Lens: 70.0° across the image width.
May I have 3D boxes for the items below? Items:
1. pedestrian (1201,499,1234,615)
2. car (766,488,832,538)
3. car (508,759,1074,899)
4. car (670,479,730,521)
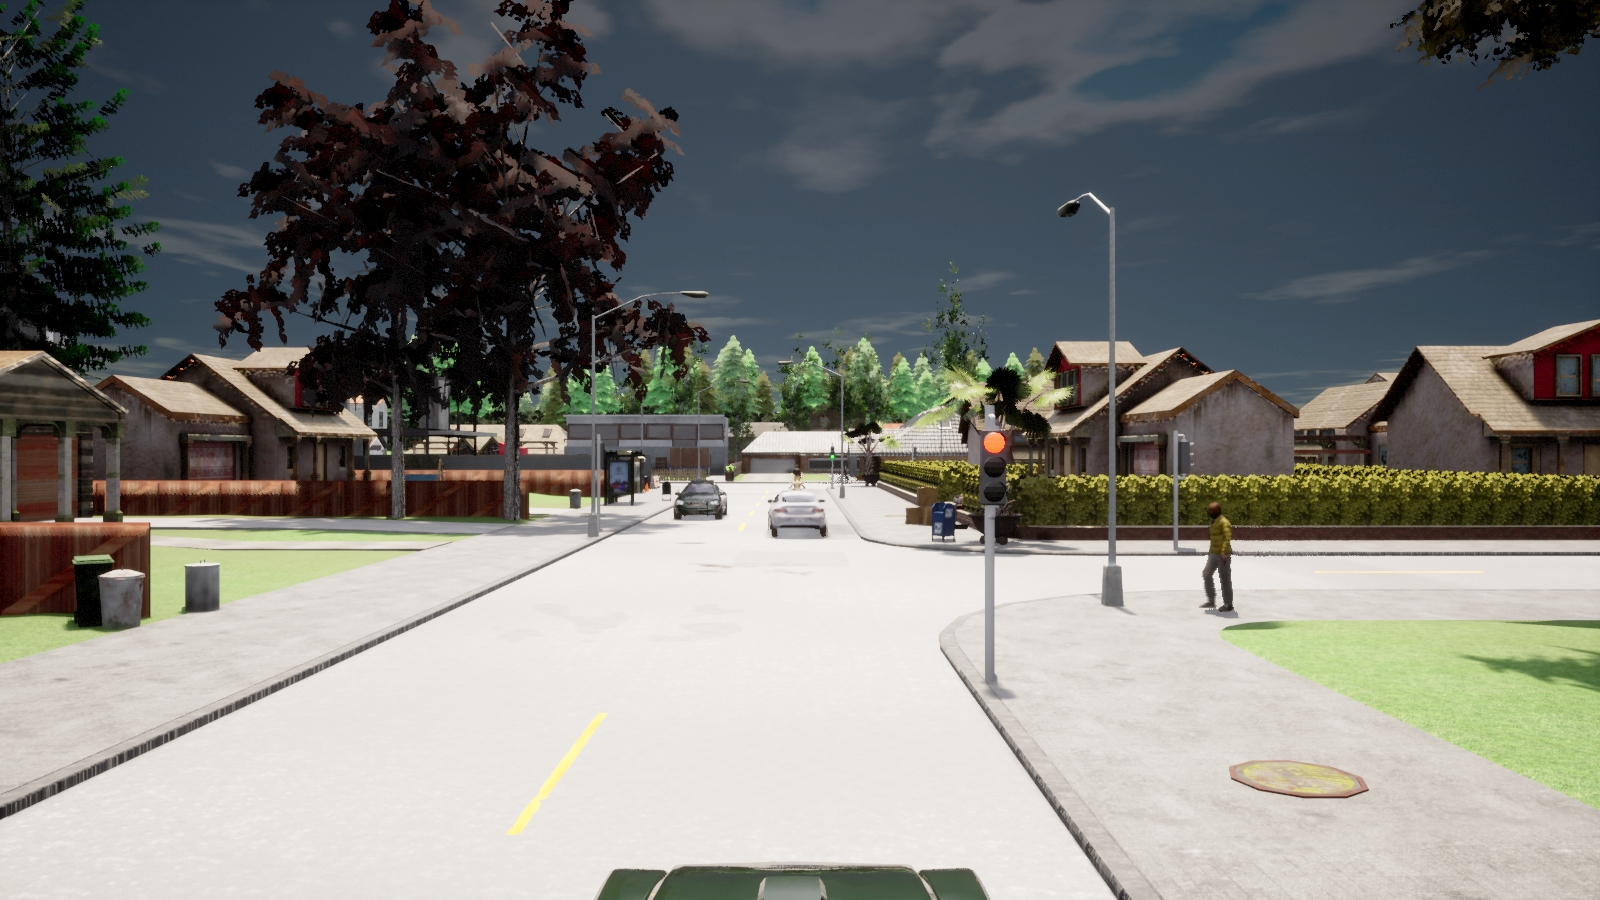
[{"bbox_3d":[6.860,1.743,18.772,0.375,1.860,0.375,0,0,-11],"label":"pedestrian"},{"bbox_3d":[-0.101,2.081,38.638,2.002,1.442,4.674,0,0,-3],"label":"car"},{"bbox_3d":[-0.028,2.155,3.193,1.895,1.301,4.718,0,0,0],"label":"car"},{"bbox_3d":[-4.107,2.038,47.608,2.038,1.542,4.974,0,0,0],"label":"car"}]
